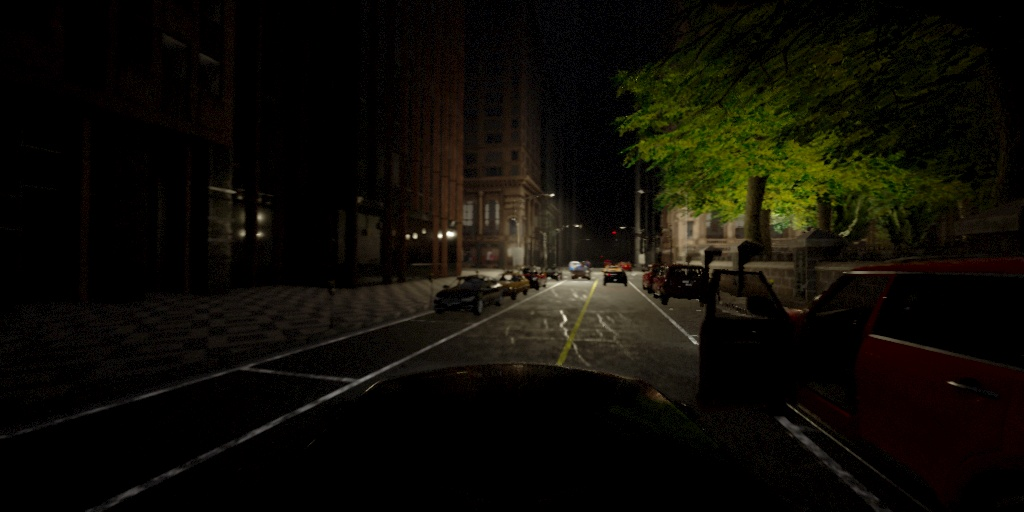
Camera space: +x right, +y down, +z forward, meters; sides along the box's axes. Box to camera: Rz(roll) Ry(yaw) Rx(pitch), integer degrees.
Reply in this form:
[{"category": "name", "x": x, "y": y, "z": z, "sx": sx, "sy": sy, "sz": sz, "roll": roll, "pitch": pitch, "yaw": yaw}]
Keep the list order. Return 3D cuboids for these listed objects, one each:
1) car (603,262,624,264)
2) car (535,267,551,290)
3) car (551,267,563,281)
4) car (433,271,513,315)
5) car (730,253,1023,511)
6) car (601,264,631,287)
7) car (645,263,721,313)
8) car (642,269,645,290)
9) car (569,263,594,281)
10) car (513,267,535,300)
[{"category": "car", "x": 10.901, "y": 1.745, "z": 39.247, "sx": 1.882, "sy": 1.535, "sz": 5.008, "roll": 0, "pitch": -1, "yaw": 14}, {"category": "car", "x": 1.215, "y": 1.477, "z": 24.942, "sx": 1.967, "sy": 1.591, "sz": 4.097, "roll": 0, "pitch": 0, "yaw": 15}, {"category": "car", "x": 4.000, "y": 1.742, "z": 35.632, "sx": 1.948, "sy": 1.339, "sz": 4.313, "roll": 0, "pitch": 0, "yaw": 15}, {"category": "car", "x": -1.571, "y": 1.443, "z": 14.251, "sx": 2.007, "sy": 1.370, "sz": 4.403, "roll": 0, "pitch": 0, "yaw": 15}, {"category": "car", "x": 3.875, "y": 1.014, "z": 2.786, "sx": 2.150, "sy": 2.045, "sz": 5.566, "roll": 0, "pitch": -1, "yaw": 15}, {"category": "car", "x": 8.349, "y": 1.628, "z": 29.184, "sx": 2.128, "sy": 1.511, "sz": 4.902, "roll": 0, "pitch": -1, "yaw": 15}, {"category": "car", "x": 8.074, "y": 1.317, "z": 17.457, "sx": 2.192, "sy": 1.841, "sz": 5.009, "roll": 0, "pitch": 0, "yaw": 15}, {"category": "car", "x": 9.467, "y": 1.389, "z": 22.803, "sx": 2.192, "sy": 1.841, "sz": 5.009, "roll": 0, "pitch": 0, "yaw": 15}, {"category": "car", "x": 7.248, "y": 1.765, "z": 37.199, "sx": 2.033, "sy": 1.411, "sz": 5.357, "roll": 0, "pitch": -1, "yaw": 15}, {"category": "car", "x": -0.221, "y": 1.491, "z": 19.432, "sx": 1.751, "sy": 1.417, "sz": 4.829, "roll": 0, "pitch": 0, "yaw": 15}]
